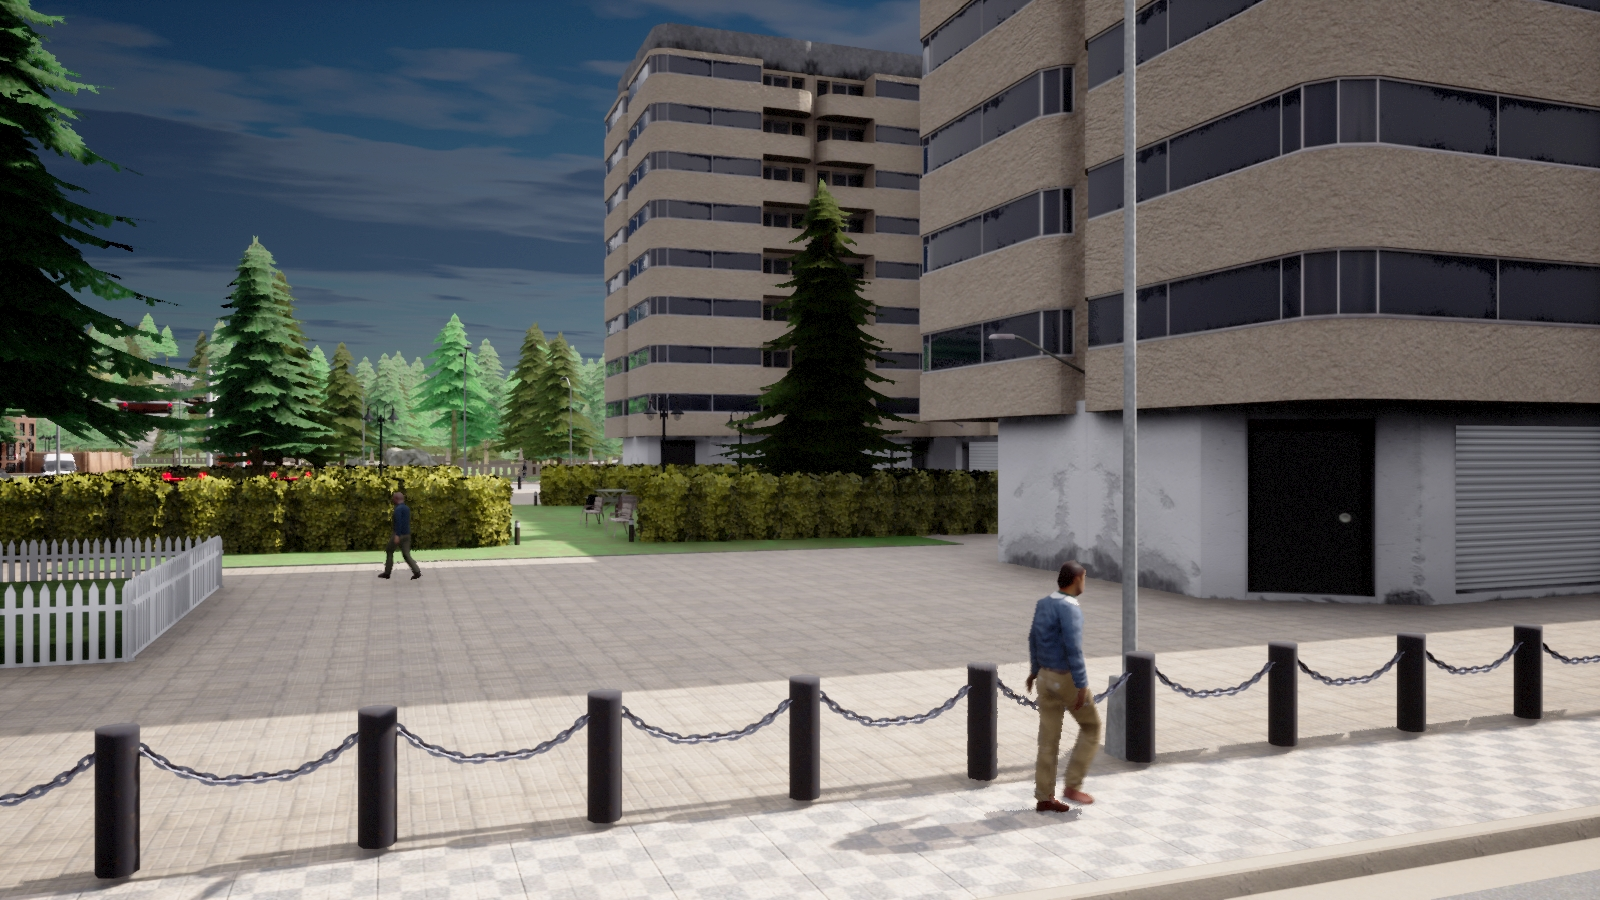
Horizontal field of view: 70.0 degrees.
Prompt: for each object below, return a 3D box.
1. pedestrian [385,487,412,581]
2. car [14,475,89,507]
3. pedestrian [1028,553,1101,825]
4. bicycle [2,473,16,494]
[{"bbox_3d":[-8.062,1.685,22.951,0.375,1.860,0.375,0,0,15],"label":"pedestrian"},{"bbox_3d":[-38.243,2.063,58.523,2.163,1.488,4.792,0,0,-20],"label":"car"},{"bbox_3d":[1.909,1.699,8.262,0.375,1.860,0.375,0,0,-21],"label":"pedestrian"},{"bbox_3d":[-51.126,2.156,73.857,0.373,1.296,1.643,0,0,-20],"label":"bicycle"}]
